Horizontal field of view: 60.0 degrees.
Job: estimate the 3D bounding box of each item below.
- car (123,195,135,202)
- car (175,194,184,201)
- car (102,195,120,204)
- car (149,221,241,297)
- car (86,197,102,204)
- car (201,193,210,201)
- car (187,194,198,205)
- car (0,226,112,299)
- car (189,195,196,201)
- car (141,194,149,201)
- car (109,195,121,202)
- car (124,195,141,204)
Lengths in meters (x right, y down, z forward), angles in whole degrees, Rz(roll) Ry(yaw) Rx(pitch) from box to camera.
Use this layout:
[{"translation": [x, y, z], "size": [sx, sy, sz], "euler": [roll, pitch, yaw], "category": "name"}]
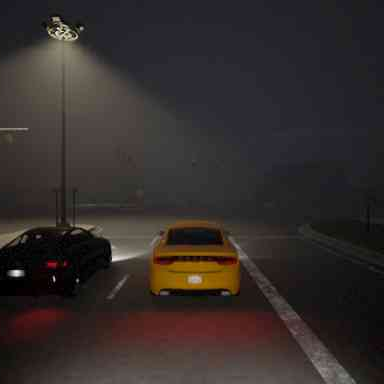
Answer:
[{"translation": [-14.899, 1.481, 79.117], "size": [1.837, 1.490, 4.892], "euler": [0, 0, 0], "category": "car"}, {"translation": [-3.388, 1.496, 87.478], "size": [1.812, 1.442, 4.674], "euler": [0, 0, 0], "category": "car"}, {"translation": [-14.968, 1.548, 62.663], "size": [1.994, 1.385, 4.181], "euler": [0, 0, 1], "category": "car"}, {"translation": [0.076, 1.475, 8.651], "size": [1.882, 1.535, 5.008], "euler": [0, 0, 0], "category": "car"}, {"translation": [-18.454, 1.585, 63.116], "size": [1.895, 1.301, 4.718], "euler": [0, 0, 1], "category": "car"}, {"translation": [3.612, 1.567, 87.499], "size": [1.895, 1.301, 4.718], "euler": [0, 0, 0], "category": "car"}, {"translation": [0.072, 1.512, 56.447], "size": [1.812, 1.442, 4.674], "euler": [0, 0, 0], "category": "car"}, {"translation": [-3.425, 1.562, 8.521], "size": [1.994, 1.385, 4.181], "euler": [0, 0, 0], "category": "car"}, {"translation": [0.111, 1.470, 87.057], "size": [1.837, 1.490, 4.892], "euler": [0, 0, 0], "category": "car"}, {"translation": [-11.399, 1.336, 79.030], "size": [2.097, 1.767, 4.553], "euler": [0, 0, 0], "category": "car"}, {"translation": [-18.399, 1.481, 79.428], "size": [1.837, 1.490, 4.892], "euler": [0, 0, 0], "category": "car"}, {"translation": [-11.468, 1.532, 62.533], "size": [2.033, 1.411, 5.357], "euler": [0, 0, 1], "category": "car"}]
